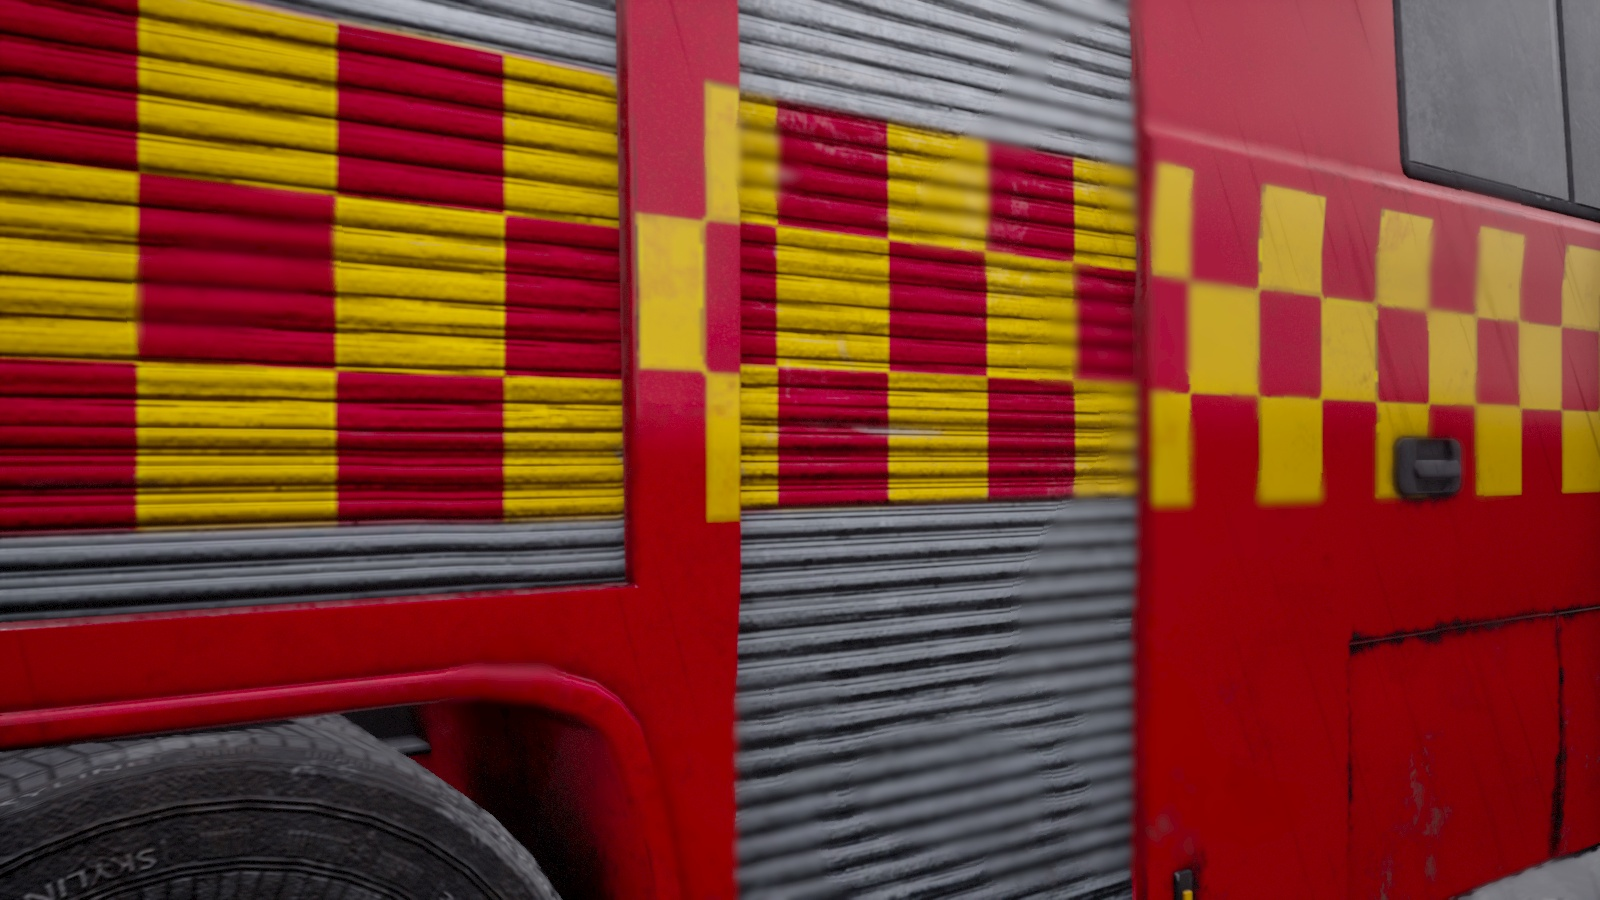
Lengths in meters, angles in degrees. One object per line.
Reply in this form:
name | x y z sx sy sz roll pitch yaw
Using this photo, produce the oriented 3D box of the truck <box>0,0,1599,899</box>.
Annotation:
truck | 0.694 -0.411 4.146 8.468 3.827 2.891 0 0 -35
